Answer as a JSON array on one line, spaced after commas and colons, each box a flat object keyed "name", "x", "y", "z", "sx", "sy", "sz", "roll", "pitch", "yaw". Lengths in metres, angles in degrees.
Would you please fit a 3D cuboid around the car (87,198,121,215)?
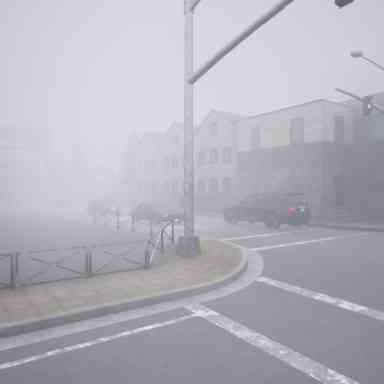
[{"name": "car", "x": -8.252, "y": 1.314, "z": 31.027, "sx": 2.128, "sy": 1.511, "sz": 4.902, "roll": 0, "pitch": 0, "yaw": -35}]

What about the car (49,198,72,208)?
[{"name": "car", "x": -17.501, "y": 1.432, "z": 44.226, "sx": 1.895, "sy": 1.301, "sz": 4.718, "roll": 0, "pitch": 0, "yaw": -35}]

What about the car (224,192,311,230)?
[{"name": "car", "x": 4.286, "y": 1.045, "z": 19.728, "sx": 2.150, "sy": 2.045, "sz": 5.566, "roll": 0, "pitch": 0, "yaw": -35}]

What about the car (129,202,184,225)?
[{"name": "car", "x": -2.507, "y": 1.371, "z": 22.909, "sx": 2.033, "sy": 1.411, "sz": 5.357, "roll": 0, "pitch": 0, "yaw": -35}]
